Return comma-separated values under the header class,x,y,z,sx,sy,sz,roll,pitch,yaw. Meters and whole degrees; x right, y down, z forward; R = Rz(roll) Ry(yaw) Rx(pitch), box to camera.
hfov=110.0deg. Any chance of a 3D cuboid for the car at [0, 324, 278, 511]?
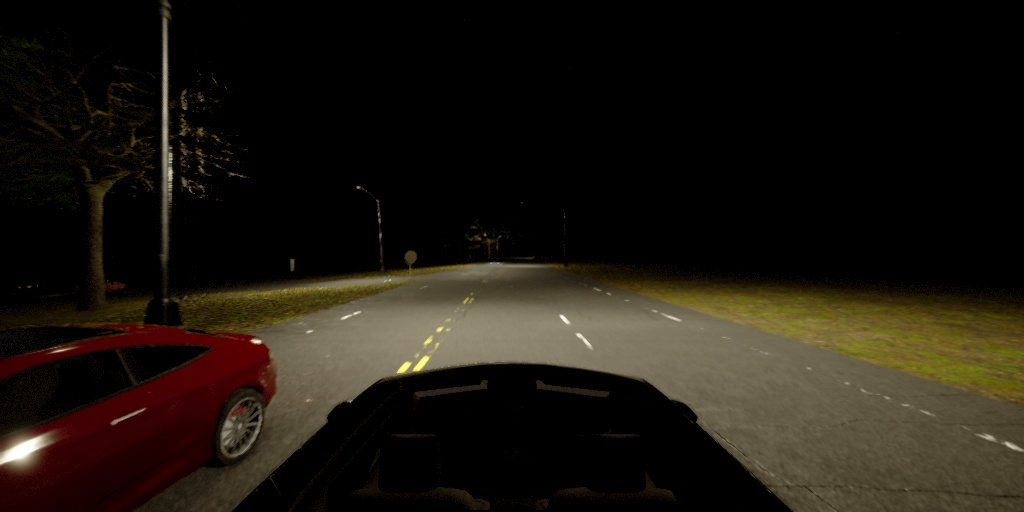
class,x,y,z,sx,sy,sz,roll,pitch,yaw
car,-3.480,1.267,2.165,1.812,1.442,4.674,0,0,-1
